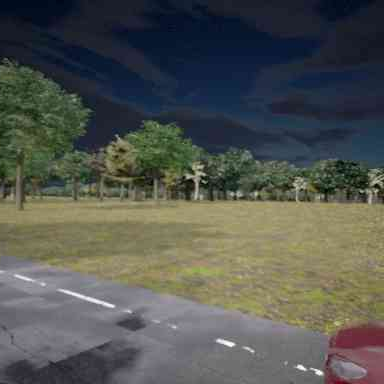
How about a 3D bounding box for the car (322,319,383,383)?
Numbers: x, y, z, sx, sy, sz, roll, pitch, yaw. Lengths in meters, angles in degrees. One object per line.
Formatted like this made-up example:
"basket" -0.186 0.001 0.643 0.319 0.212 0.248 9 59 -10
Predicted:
"car" 3.505 1.723 2.572 4.674 1.442 1.812 0 -3 37
